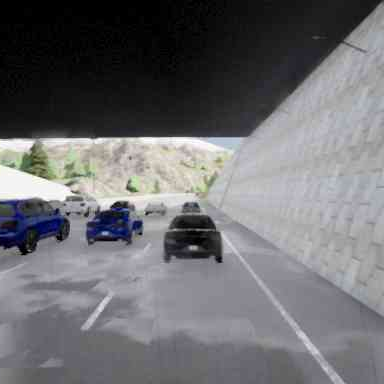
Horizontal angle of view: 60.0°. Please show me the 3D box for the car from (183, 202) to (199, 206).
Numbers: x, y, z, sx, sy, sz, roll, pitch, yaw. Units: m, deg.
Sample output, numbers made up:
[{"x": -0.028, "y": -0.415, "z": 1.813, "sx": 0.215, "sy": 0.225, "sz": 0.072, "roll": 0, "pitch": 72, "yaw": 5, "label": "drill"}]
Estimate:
[{"x": -0.095, "y": 1.612, "z": 31.216, "sx": 2.033, "sy": 1.411, "sz": 5.357, "roll": 0, "pitch": 0, "yaw": 0, "label": "car"}]

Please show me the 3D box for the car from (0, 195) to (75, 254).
[{"x": -6.988, "y": 1.270, "z": 13.770, "sx": 2.150, "sy": 2.045, "sz": 5.566, "roll": 0, "pitch": 0, "yaw": 0, "label": "car"}]

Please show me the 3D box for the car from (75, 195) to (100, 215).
[{"x": -10.603, "y": 1.314, "z": 32.245, "sx": 2.150, "sy": 2.045, "sz": 5.566, "roll": 0, "pitch": 0, "yaw": 0, "label": "car"}]

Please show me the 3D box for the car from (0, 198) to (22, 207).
[{"x": -31.858, "y": 1.744, "z": 57.725, "sx": 2.033, "sy": 1.411, "sz": 5.357, "roll": 0, "pitch": 0, "yaw": 0, "label": "car"}]

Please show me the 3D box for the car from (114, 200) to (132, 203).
[{"x": -7.115, "y": 1.566, "z": 34.620, "sx": 1.882, "sy": 1.535, "sz": 5.008, "roll": 0, "pitch": 0, "yaw": 0, "label": "car"}]

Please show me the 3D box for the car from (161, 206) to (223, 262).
[{"x": 0.020, "y": 1.503, "z": 12.257, "sx": 1.882, "sy": 1.535, "sz": 5.008, "roll": 0, "pitch": 0, "yaw": 0, "label": "car"}]

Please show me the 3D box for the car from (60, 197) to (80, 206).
[{"x": -21.378, "y": 1.699, "z": 58.486, "sx": 1.812, "sy": 1.442, "sz": 4.674, "roll": 0, "pitch": 0, "yaw": 0, "label": "car"}]

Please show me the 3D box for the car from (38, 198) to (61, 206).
[{"x": -24.866, "y": 1.782, "z": 58.276, "sx": 1.895, "sy": 1.301, "sz": 4.718, "roll": 0, "pitch": 0, "yaw": 0, "label": "car"}]

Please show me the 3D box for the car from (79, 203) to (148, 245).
[{"x": -3.501, "y": 1.519, "z": 15.825, "sx": 1.882, "sy": 1.535, "sz": 5.008, "roll": 0, "pitch": 0, "yaw": 0, "label": "car"}]

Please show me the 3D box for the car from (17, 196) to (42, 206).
[{"x": -28.371, "y": 1.543, "z": 58.270, "sx": 2.097, "sy": 1.767, "sz": 4.553, "roll": 0, "pitch": 0, "yaw": 0, "label": "car"}]

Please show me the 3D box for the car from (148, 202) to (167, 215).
[{"x": -3.612, "y": 1.680, "z": 34.116, "sx": 1.895, "sy": 1.301, "sz": 4.718, "roll": 0, "pitch": 0, "yaw": 0, "label": "car"}]
